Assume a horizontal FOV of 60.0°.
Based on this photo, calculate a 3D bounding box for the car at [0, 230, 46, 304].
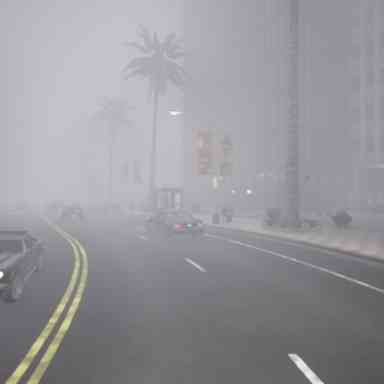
[{"bbox_3d":[-4.921,1.676,8.172,1.895,1.301,4.718,0,0,-16],"label":"car"}]

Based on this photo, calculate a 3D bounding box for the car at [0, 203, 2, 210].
[{"bbox_3d":[-29.474,2.054,49.587,1.895,1.301,4.718,0,-1,-28],"label":"car"}]

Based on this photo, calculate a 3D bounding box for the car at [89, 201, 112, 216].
[{"bbox_3d":[-10.630,1.921,36.813,1.895,1.301,4.718,0,-1,-28],"label":"car"}]

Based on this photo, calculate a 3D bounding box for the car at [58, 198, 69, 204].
[{"bbox_3d":[-34.300,2.294,88.594,2.161,1.482,4.786,0,-1,-28],"label":"car"}]

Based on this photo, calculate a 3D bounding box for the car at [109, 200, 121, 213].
[{"bbox_3d":[-10.578,1.853,43.104,2.231,1.521,4.892,0,-1,-28],"label":"car"}]

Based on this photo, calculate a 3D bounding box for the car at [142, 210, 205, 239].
[{"bbox_3d":[-1.197,1.703,18.540,2.033,1.411,5.357,0,-1,-25],"label":"car"}]

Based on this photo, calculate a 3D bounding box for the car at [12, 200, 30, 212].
[{"bbox_3d":[-23.756,1.924,46.241,1.837,1.490,4.892,0,-1,-28],"label":"car"}]

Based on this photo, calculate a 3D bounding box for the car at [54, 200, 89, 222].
[{"bbox_3d":[-10.809,1.764,29.622,1.837,1.490,4.892,0,-1,-28],"label":"car"}]

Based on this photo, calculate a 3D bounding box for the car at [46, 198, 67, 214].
[{"bbox_3d":[-16.429,1.709,40.286,2.097,1.767,4.553,0,-1,-28],"label":"car"}]

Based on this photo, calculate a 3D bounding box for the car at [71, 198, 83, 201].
[{"bbox_3d":[-24.312,1.960,69.071,2.185,1.767,4.553,0,-1,-28],"label":"car"}]

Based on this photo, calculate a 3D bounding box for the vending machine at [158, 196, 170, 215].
[{"bbox_3d":[-3.290,1.518,38.527,1.100,2.100,0.880,0,-1,-28],"label":"vending machine"}]
